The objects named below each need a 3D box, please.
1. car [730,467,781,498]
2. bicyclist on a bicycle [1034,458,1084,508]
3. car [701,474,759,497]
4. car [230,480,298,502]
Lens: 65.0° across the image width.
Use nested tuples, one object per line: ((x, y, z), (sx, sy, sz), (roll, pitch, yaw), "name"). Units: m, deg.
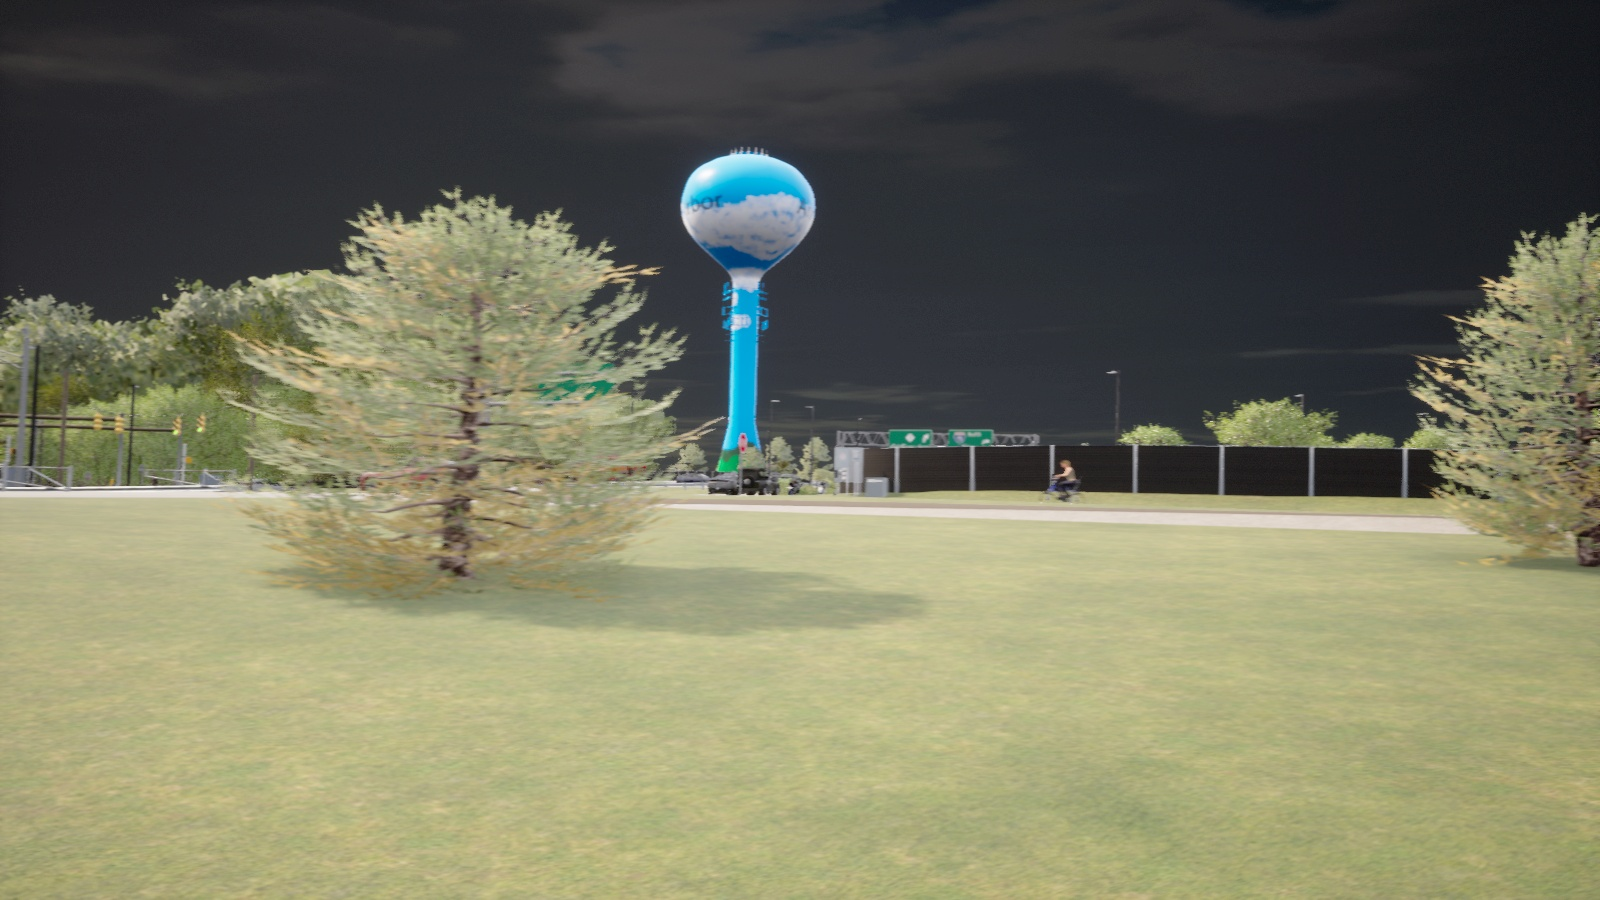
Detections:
((-2.741, 2.051, 77.965), (1.905, 1.878, 3.866), (0, -2, 19), "car")
((8.582, 1.103, 41.619), (1.509, 1.612, 0.866), (1, -3, 19), "bicyclist on a bicycle")
((-4.594, 2.375, 83.374), (2.128, 1.511, 4.902), (0, -2, 19), "car")
((-38.822, 2.966, 91.091), (2.007, 1.525, 4.514), (0, -2, 18), "car")
